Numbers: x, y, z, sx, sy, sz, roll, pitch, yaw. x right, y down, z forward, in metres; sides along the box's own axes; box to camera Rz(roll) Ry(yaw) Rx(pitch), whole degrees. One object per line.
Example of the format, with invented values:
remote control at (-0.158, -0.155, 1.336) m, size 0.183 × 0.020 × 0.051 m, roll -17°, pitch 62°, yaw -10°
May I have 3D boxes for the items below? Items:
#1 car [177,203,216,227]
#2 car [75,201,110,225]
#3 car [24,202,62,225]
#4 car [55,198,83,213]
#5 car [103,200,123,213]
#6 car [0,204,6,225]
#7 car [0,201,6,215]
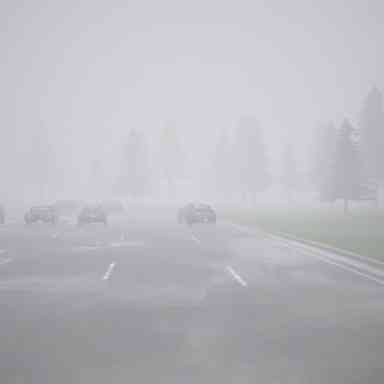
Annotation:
car at (0.239, 1.560, 23.444) m, size 2.128 × 1.511 × 4.902 m, roll 0°, pitch 0°, yaw -14°
car at (-7.391, 1.637, 24.663) m, size 1.994 × 1.385 × 4.181 m, roll 0°, pitch 0°, yaw -17°
car at (-11.028, 1.676, 24.673) m, size 1.895 × 1.301 × 4.718 m, roll 0°, pitch 0°, yaw -18°
car at (-15.009, 1.609, 38.650) m, size 2.128 × 1.511 × 4.902 m, roll 0°, pitch 0°, yaw -40°
car at (-9.243, 1.604, 37.154) m, size 2.128 × 1.511 × 4.902 m, roll 0°, pitch 0°, yaw -32°
car at (-13.975, 1.633, 22.311) m, size 1.994 × 1.385 × 4.181 m, roll 0°, pitch 0°, yaw -16°
car at (-21.650, 1.674, 35.794) m, size 1.994 × 1.385 × 4.181 m, roll 0°, pitch 0°, yaw -42°
